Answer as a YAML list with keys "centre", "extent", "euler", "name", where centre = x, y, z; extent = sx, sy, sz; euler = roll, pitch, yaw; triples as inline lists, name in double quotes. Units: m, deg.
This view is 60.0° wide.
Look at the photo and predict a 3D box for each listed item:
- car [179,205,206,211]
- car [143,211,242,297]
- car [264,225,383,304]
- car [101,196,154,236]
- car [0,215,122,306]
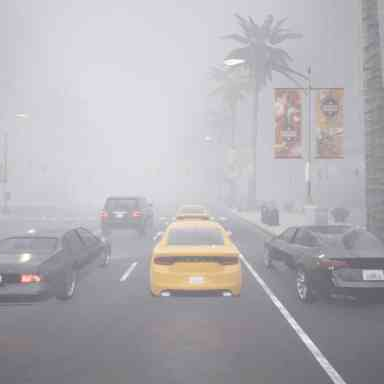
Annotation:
- centre: [0.036, 1.478, 18.816]
  extent: [1.882, 1.535, 5.008]
  euler: [0, 0, 0]
  name: "car"
- centre: [0.073, 1.478, 8.618]
  extent: [1.882, 1.535, 5.008]
  euler: [0, 0, 0]
  name: "car"
- centre: [3.166, 1.513, 8.206]
  extent: [2.161, 1.482, 4.786]
  euler: [0, 0, -1]
  name: "car"
- centre: [-3.462, 1.222, 18.546]
  extent: [2.150, 2.045, 5.566]
  euler: [0, 0, 0]
  name: "car"
- centre: [-3.422, 1.547, 8.275]
  extent: [2.033, 1.411, 5.357]
  euler: [0, 0, 0]
  name: "car"
